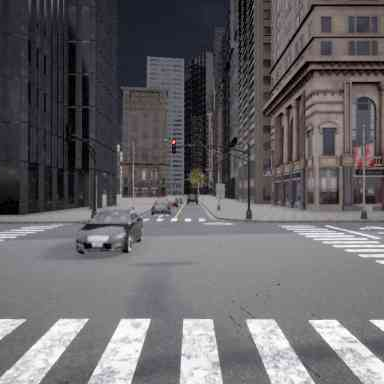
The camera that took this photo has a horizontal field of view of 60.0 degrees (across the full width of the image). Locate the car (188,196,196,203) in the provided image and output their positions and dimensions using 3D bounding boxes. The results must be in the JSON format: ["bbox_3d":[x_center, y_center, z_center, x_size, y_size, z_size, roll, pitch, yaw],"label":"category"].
[{"bbox_3d":[0.000,1.657,75.286,1.837,1.490,4.892,0,0,0],"label":"car"}]

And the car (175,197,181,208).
[{"bbox_3d":[-3.069,1.553,49.734,1.882,1.535,5.008,0,0,0],"label":"car"}]

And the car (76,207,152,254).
[{"bbox_3d":[-3.094,1.467,13.345,2.128,1.511,4.902,0,0,0],"label":"car"}]

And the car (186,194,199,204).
[{"bbox_3d":[0.102,1.341,64.856,2.150,2.045,5.566,0,0,0],"label":"car"}]

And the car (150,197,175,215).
[{"bbox_3d":[-3.053,1.545,33.787,1.837,1.490,4.892,0,0,0],"label":"car"}]
